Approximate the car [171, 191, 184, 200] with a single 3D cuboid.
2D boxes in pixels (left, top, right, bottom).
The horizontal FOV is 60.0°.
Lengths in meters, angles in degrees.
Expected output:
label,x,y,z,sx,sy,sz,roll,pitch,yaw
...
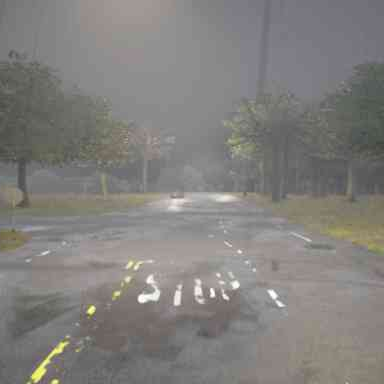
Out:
label,x,y,z,sx,sy,sz,roll,pitch,yaw
car,-2.296,0.562,53.730,1.994,1.385,4.181,0,2,2
